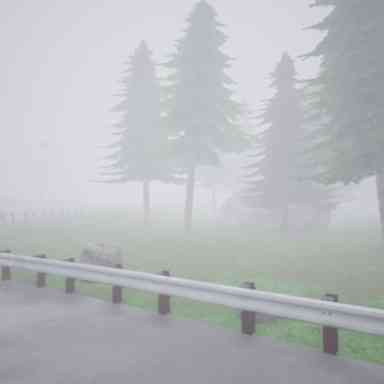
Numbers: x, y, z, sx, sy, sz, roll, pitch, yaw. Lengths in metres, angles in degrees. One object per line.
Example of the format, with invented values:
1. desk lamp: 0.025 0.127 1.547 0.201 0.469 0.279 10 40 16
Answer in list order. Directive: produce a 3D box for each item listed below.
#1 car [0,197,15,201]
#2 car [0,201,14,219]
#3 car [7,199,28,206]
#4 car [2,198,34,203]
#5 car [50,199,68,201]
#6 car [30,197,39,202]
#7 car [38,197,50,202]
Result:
1. car: -35.607 1.997 62.575 2.150 2.045 5.566 -1 0 17
2. car: -20.000 1.915 31.630 2.163 1.488 4.792 -1 0 19
3. car: -40.476 2.435 77.305 2.128 1.511 4.902 -1 0 5
4. car: -32.225 2.324 61.642 1.895 1.301 4.718 -1 0 17
5. car: -30.001 2.295 76.654 1.837 1.490 4.892 -1 0 5
6. car: -36.950 2.105 77.939 2.150 2.045 5.566 -1 0 1
7. car: -33.451 2.320 78.205 1.882 1.535 5.008 -1 0 1
